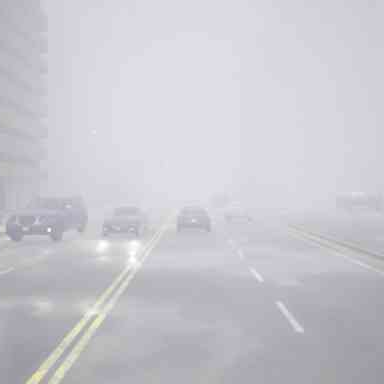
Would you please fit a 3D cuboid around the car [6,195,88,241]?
[{"bbox_3d":[-7.029,1.203,16.882,2.150,2.045,5.566,0,0,1],"label":"car"}]

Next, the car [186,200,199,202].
[{"bbox_3d":[0.078,1.558,39.666,1.895,1.301,4.718,0,0,0],"label":"car"}]

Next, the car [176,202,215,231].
[{"bbox_3d":[0.097,1.542,20.256,1.994,1.385,4.181,0,0,0],"label":"car"}]

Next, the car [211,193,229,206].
[{"bbox_3d":[3.670,1.176,42.981,2.150,2.045,5.566,0,0,2],"label":"car"}]

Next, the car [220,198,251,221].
[{"bbox_3d":[3.594,1.496,26.887,1.812,1.442,4.674,0,0,0],"label":"car"}]

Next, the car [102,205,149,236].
[{"bbox_3d":[-3.512,1.489,18.178,1.837,1.490,4.892,0,0,0],"label":"car"}]
